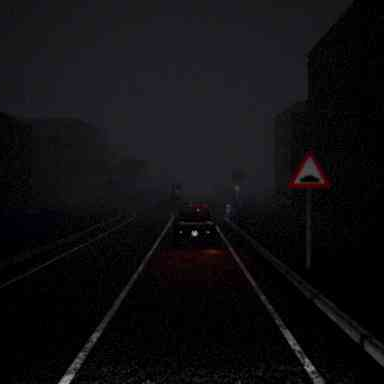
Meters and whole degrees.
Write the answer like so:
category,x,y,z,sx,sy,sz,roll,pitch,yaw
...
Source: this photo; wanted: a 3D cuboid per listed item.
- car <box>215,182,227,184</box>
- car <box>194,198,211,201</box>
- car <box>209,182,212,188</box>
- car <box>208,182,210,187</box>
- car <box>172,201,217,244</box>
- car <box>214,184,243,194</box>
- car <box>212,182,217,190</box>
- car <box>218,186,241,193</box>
category,x,y,z,sx,sy,sz,roll,pitch,yaw
car,8.118,-0.768,75.733,4.553,1.767,2.185,0,3,-1
car,1.058,1.261,32.022,1.895,1.301,4.718,0,1,12
car,7.930,-1.368,92.258,4.792,1.488,2.163,0,2,-1
car,7.934,-1.510,95.010,5.008,1.535,2.097,0,2,-1
car,0.102,1.423,15.588,2.128,1.511,4.902,0,1,0
car,8.027,-0.365,70.232,5.366,1.575,1.946,0,3,-1
car,8.147,-1.028,78.480,5.566,2.045,2.435,0,3,-1
car,8.185,-0.464,72.990,4.674,1.452,2.002,0,3,-1
